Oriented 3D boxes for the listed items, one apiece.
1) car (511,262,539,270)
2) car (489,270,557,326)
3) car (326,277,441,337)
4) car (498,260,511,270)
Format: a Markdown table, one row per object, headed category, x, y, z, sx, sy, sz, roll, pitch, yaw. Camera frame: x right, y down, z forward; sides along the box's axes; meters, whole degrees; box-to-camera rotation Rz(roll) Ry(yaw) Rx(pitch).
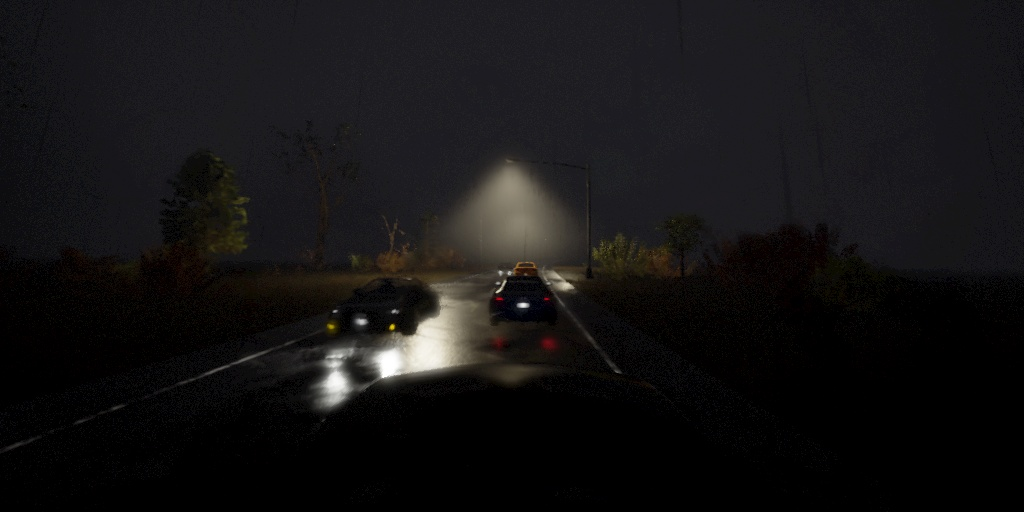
| category | x | y | z | sx | sy | sz | roll | pitch | yaw |
| --- | --- | --- | --- | --- | --- | --- | --- | --- | --- |
| car | 1.184 | 1.236 | 29.445 | 1.882 | 1.535 | 5.008 | 0 | 0 | 4 |
| car | 0.373 | 1.317 | 11.802 | 1.994 | 1.385 | 4.181 | 0 | 0 | 2 |
| car | -3.380 | 1.315 | 10.194 | 1.994 | 1.385 | 4.181 | 0 | 0 | 2 |
| car | -0.870 | 1.327 | 51.520 | 1.994 | 1.385 | 4.181 | 0 | 0 | 5 |
